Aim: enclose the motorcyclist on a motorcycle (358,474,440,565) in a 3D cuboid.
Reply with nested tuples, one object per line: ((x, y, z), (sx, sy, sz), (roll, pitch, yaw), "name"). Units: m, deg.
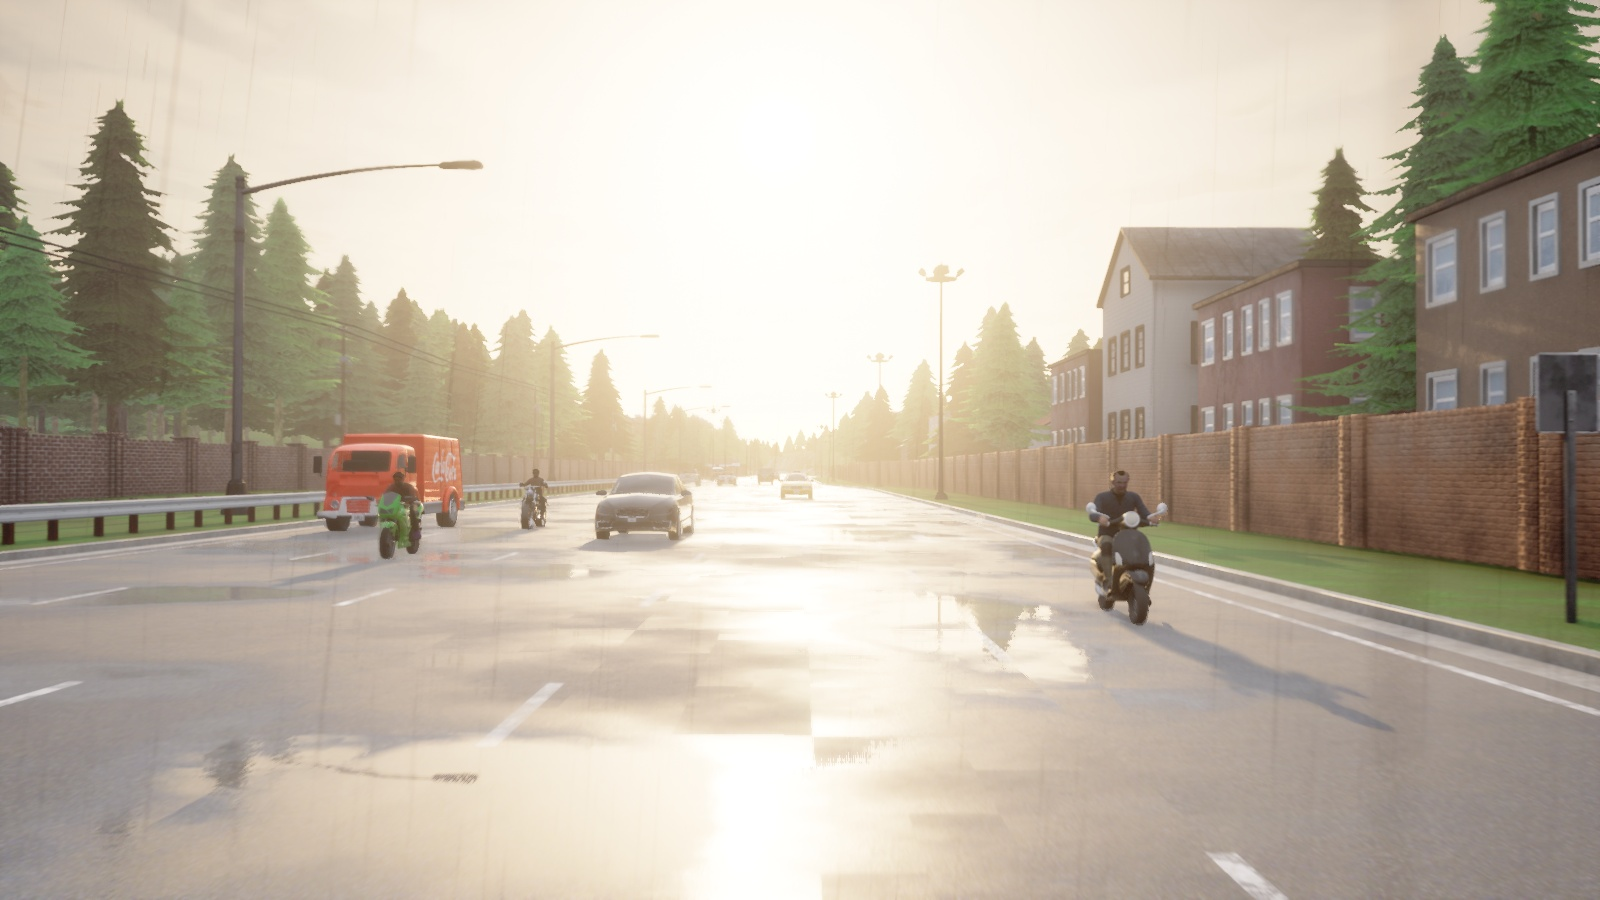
((-7.055, 1.197, 22.193), (0.797, 1.523, 2.044), (0, -1, 0), "motorcyclist on a motorcycle")

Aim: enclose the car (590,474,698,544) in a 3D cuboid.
((-3.567, 1.328, 29.509), (1.837, 1.490, 4.892), (0, -1, 1), "car")

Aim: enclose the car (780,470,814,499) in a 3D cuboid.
((-0.173, 1.940, 70.860), (1.801, 1.575, 5.366), (0, -1, 0), "car")

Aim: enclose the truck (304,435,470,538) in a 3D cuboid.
((-10.582, 0.917, 32.688), (2.627, 2.467, 5.204), (0, -1, 0), "truck")

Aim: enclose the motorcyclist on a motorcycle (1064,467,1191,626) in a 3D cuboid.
((3.467, 0.980, 13.466), (0.866, 1.590, 1.817), (0, -1, 0), "motorcyclist on a motorcycle")

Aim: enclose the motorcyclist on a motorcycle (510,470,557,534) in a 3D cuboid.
((-7.082, 1.354, 33.477), (0.766, 1.649, 2.350), (0, -1, 0), "motorcyclist on a motorcycle")
